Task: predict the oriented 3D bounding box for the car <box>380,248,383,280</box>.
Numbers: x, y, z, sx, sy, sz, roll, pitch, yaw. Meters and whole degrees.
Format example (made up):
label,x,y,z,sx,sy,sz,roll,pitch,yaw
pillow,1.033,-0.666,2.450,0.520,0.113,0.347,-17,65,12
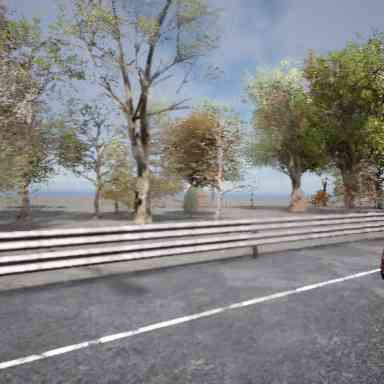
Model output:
label,x,y,z,sx,sy,sz,roll,pitch,yaw
car,6.909,1.439,8.587,4.553,1.767,2.097,1,0,-35
